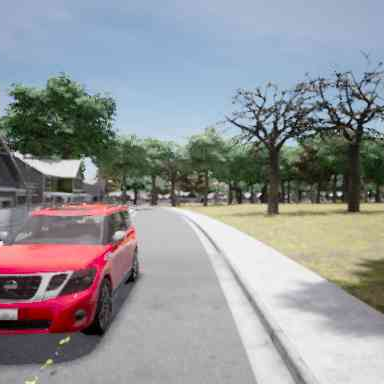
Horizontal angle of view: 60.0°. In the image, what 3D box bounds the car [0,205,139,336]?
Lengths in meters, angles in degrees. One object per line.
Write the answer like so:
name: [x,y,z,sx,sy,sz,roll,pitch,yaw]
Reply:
car: [-2.511,1.326,7.190,2.150,2.045,5.566,0,-1,-1]
